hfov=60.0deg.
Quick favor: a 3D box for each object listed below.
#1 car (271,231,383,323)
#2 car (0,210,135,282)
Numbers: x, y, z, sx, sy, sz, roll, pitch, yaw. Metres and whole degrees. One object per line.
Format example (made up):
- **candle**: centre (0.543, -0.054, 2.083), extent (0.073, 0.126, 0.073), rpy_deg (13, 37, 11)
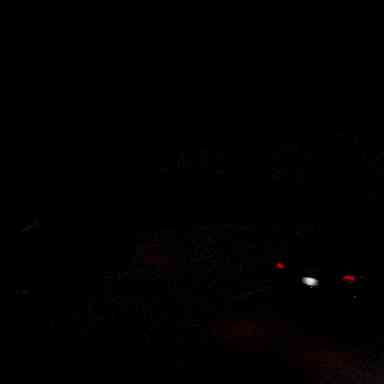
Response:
- **car**: centre (3.543, 1.563, 7.334), extent (4.181, 1.385, 1.994), rpy_deg (0, 0, -44)
- **car**: centre (-4.071, 1.390, 10.046), extent (4.553, 1.767, 2.097), rpy_deg (0, 0, -41)
